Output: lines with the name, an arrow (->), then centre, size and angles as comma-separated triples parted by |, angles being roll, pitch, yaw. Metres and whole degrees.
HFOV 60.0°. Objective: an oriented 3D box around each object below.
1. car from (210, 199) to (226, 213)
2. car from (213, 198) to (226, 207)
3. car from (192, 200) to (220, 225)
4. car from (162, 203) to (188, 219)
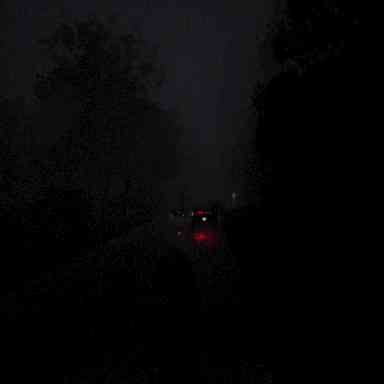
car -> 2.957, 1.689, 42.017 | 2.097, 1.767, 4.553 | 0, -1, 8
car -> 5.892, 2.273, 70.833 | 2.097, 1.767, 4.553 | 1, -1, 14
car -> 1.028, 1.609, 25.150 | 1.837, 1.490, 4.892 | 0, -1, 4
car -> -1.438, 1.699, 30.859 | 2.033, 1.411, 5.357 | 0, -1, 6
